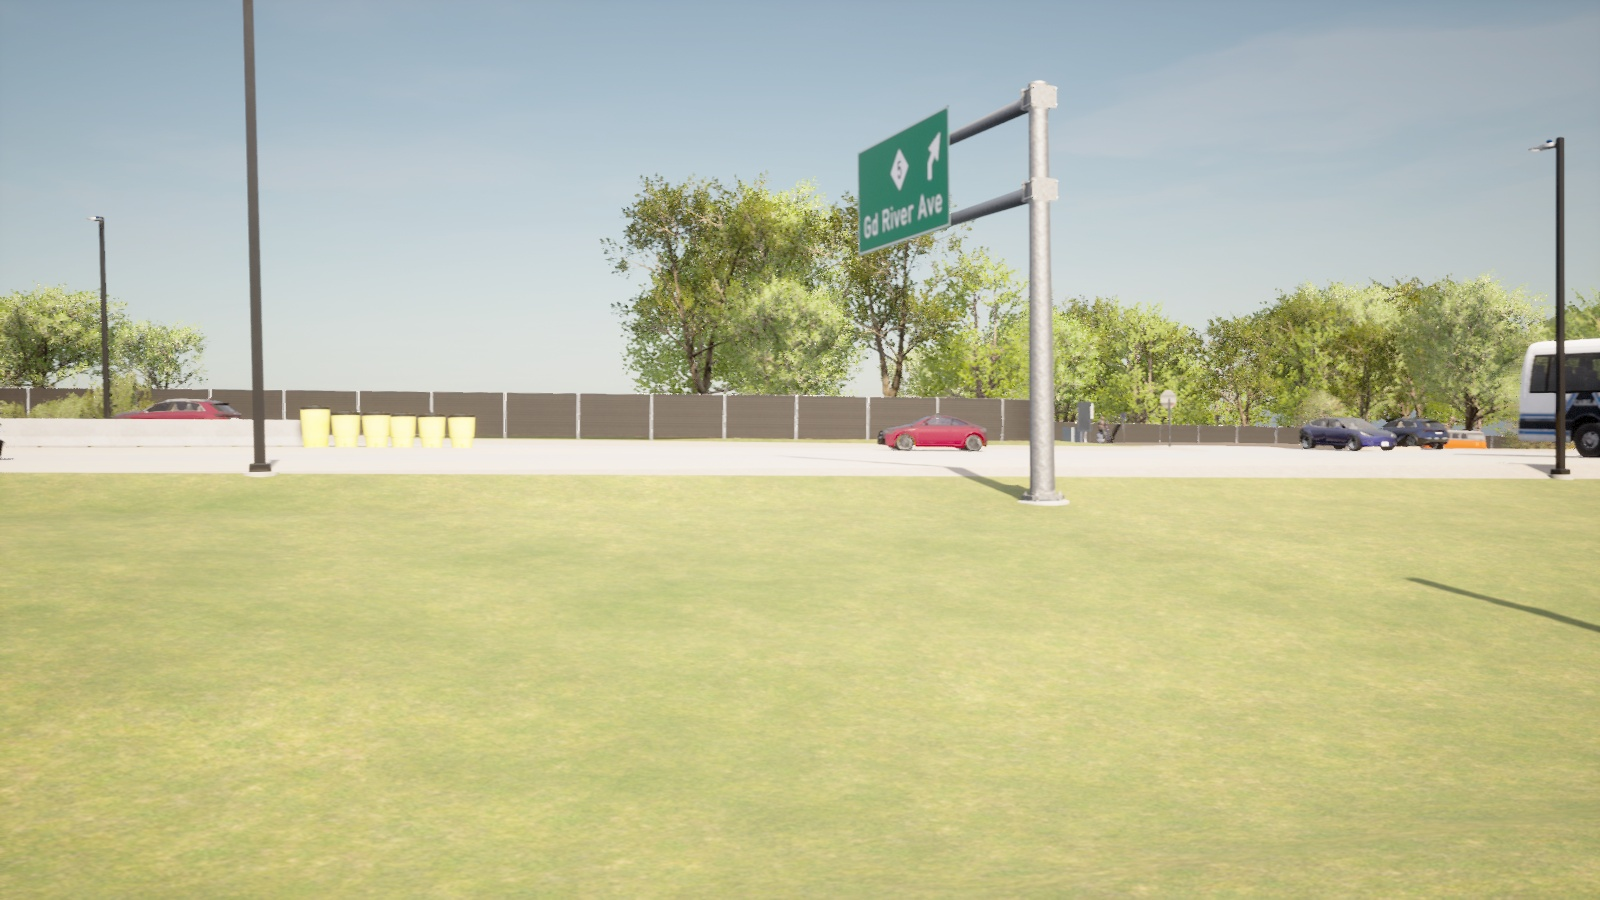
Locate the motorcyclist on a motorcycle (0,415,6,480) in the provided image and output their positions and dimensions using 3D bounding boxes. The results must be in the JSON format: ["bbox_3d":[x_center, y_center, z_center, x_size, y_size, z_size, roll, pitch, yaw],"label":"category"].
[{"bbox_3d":[-20.029,-0.037,29.478,2.191,1.530,0.866,-1,1,-20],"label":"motorcyclist on a motorcycle"}]

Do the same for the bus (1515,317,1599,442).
[{"bbox_3d":[29.769,-2.384,41.804,3.944,4.253,10.273,-1,2,-20],"label":"bus"}]

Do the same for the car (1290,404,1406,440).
[{"bbox_3d":[24.436,-1.249,56.210,2.163,1.488,4.792,-1,1,-16],"label":"car"}]

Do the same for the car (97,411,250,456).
[{"bbox_3d":[-23.992,-0.636,48.178,4.856,1.649,2.033,0,2,4],"label":"car"}]

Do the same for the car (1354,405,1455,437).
[{"bbox_3d":[32.441,-1.580,67.529,2.033,1.649,4.856,-1,2,-19],"label":"car"}]

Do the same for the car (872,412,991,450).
[{"bbox_3d":[4.981,-0.747,47.905,4.181,1.385,1.994,-1,1,-6],"label":"car"}]
